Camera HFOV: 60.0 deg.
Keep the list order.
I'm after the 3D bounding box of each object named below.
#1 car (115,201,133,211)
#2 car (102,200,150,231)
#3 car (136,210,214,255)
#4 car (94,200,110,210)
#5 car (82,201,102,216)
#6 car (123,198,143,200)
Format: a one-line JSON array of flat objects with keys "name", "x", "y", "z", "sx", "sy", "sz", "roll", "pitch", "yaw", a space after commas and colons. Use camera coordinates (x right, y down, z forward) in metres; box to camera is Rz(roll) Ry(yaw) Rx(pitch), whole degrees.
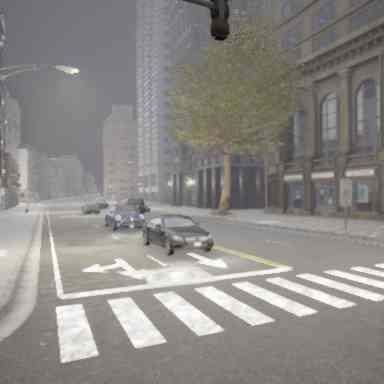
[{"name": "car", "x": -11.079, "y": 2.215, "z": 54.229, "sx": 1.994, "sy": 1.385, "sz": 4.181, "roll": 0, "pitch": 0, "yaw": -24}, {"name": "car", "x": -4.778, "y": 1.674, "z": 23.519, "sx": 2.097, "sy": 1.767, "sz": 4.553, "roll": 0, "pitch": -1, "yaw": -24}, {"name": "car", "x": -0.776, "y": 1.708, "z": 14.418, "sx": 1.812, "sy": 1.442, "sz": 4.674, "roll": 0, "pitch": -1, "yaw": -25}, {"name": "car", "x": -15.199, "y": 2.178, "z": 55.755, "sx": 1.882, "sy": 1.535, "sz": 5.008, "roll": 0, "pitch": -1, "yaw": -23}, {"name": "car", "x": -12.582, "y": 2.111, "z": 41.379, "sx": 2.033, "sy": 1.411, "sz": 5.357, "roll": 0, "pitch": -1, "yaw": -23}, {"name": "car", "x": -6.688, "y": 1.686, "z": 36.425, "sx": 2.150, "sy": 2.045, "sz": 5.566, "roll": 0, "pitch": -1, "yaw": -24}]
